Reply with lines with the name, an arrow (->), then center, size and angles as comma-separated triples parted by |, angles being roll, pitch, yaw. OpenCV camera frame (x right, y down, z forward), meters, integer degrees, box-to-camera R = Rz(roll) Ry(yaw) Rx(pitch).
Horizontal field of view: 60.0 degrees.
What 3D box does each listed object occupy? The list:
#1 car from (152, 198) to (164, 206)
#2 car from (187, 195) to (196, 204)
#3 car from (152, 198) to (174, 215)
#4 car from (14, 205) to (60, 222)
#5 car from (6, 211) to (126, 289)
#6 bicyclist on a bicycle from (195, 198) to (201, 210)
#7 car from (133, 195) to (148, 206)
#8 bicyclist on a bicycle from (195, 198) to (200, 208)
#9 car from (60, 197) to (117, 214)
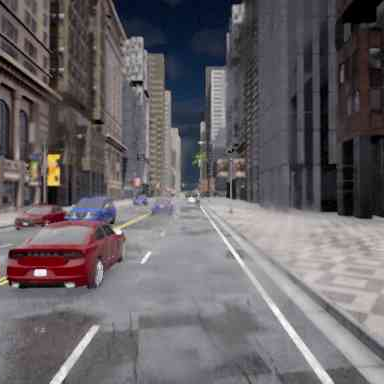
car -> -6.528, 1.901, 64.420 | 1.882, 1.535, 5.008 | 0, 0, 0
car -> -0.019, 1.995, 78.296 | 1.812, 1.442, 4.674 | 0, 0, 0
car -> -3.159, 1.599, 37.031 | 2.097, 1.767, 4.553 | 0, 0, 0
car -> -9.855, 1.628, 22.170 | 1.882, 1.535, 5.008 | 0, 0, 0
car -> -3.158, 1.542, 9.406 | 1.882, 1.535, 5.008 | 0, 0, 0
bicyclist on a bicycle -> 0.882, 1.679, 47.055 | 0.659, 1.776, 1.843 | 0, 0, 0
car -> -9.774, 1.627, 63.605 | 2.150, 2.045, 5.566 | 0, 0, 0
bicyclist on a bicycle -> 0.877, 1.800, 56.059 | 0.866, 1.612, 1.509 | 0, 0, 0
car -> -6.606, 1.374, 22.489 | 2.150, 2.045, 5.566 | 0, 0, 0
